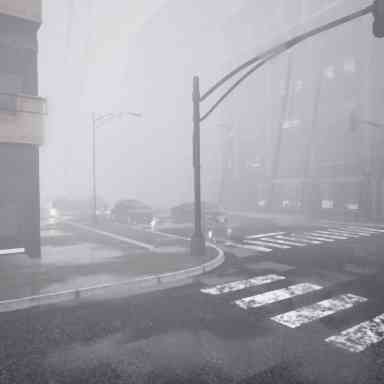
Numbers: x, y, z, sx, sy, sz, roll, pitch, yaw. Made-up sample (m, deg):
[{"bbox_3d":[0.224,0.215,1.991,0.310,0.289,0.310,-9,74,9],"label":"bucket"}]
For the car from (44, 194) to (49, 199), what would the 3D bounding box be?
[{"bbox_3d":[-34.999,1.075,83.330,1.752,1.417,4.829,-1,1,-35],"label":"car"}]

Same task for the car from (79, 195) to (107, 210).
[{"bbox_3d":[-11.495,1.397,39.210,2.033,1.411,5.357,-1,1,-35],"label":"car"}]

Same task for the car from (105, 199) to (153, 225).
[{"bbox_3d":[-4.417,1.509,24.199,1.887,1.381,4.507,-1,1,-35],"label":"car"}]

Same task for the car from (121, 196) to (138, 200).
[{"bbox_3d":[-5.493,1.374,30.526,1.882,1.535,5.008,-1,1,-35],"label":"car"}]

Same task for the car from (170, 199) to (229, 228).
[{"bbox_3d":[0.392,1.434,22.020,2.128,1.511,4.902,-1,1,-35],"label":"car"}]

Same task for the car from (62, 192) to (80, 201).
[{"bbox_3d":[-25.202,0.935,69.171,2.192,1.841,5.009,-1,1,-35],"label":"car"}]

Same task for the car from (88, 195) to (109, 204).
[{"bbox_3d":[-15.594,1.217,55.295,1.752,1.417,4.829,-1,1,-35],"label":"car"}]

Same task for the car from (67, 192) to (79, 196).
[{"bbox_3d":[-19.904,1.223,56.790,1.837,1.490,4.892,-1,1,-35],"label":"car"}]

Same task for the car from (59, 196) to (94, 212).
[{"bbox_3d":[-12.683,1.448,36.368,2.008,1.369,4.403,-1,1,-35],"label":"car"}]

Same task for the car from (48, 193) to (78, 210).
[{"bbox_3d":[-15.918,1.313,41.040,1.967,1.590,4.097,-1,1,-35],"label":"car"}]

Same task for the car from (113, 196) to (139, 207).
[{"bbox_3d":[-9.127,1.266,45.950,1.752,1.417,4.829,-1,1,-35],"label":"car"}]

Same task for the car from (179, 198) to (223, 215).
[{"bbox_3d":[0.756,1.359,31.856,1.887,1.381,4.507,-1,1,-35],"label":"car"}]

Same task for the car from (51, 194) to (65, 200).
[{"bbox_3d":[-31.668,1.124,78.518,2.008,1.369,4.403,-1,1,-35],"label":"car"}]
